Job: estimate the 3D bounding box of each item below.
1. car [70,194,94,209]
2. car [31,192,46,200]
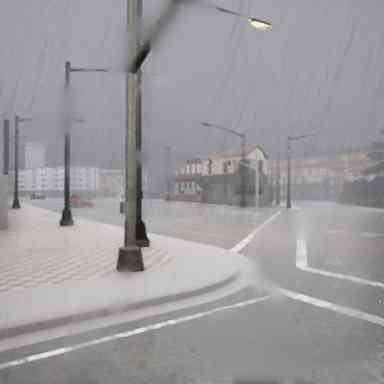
[{"bbox_3d":[-13.909,1.126,41.729,2.097,1.767,4.553,0,1,-36],"label":"car"},{"bbox_3d":[-29.002,0.790,62.617,1.812,1.442,4.674,0,0,-36],"label":"car"}]
